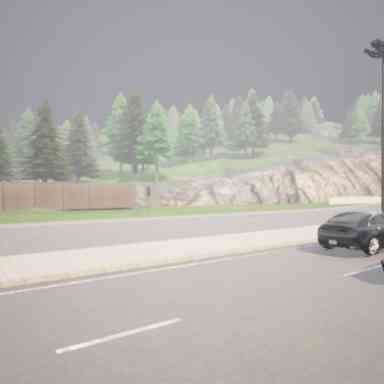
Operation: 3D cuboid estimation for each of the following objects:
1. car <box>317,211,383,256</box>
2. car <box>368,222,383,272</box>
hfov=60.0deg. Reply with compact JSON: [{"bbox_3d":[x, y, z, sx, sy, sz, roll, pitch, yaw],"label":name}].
[{"bbox_3d":[6.927,1.505,13.055,4.892,1.490,1.837,0,0,-35],"label":"car"},{"bbox_3d":[7.190,1.547,8.971,5.357,1.411,2.033,0,0,-35],"label":"car"}]
